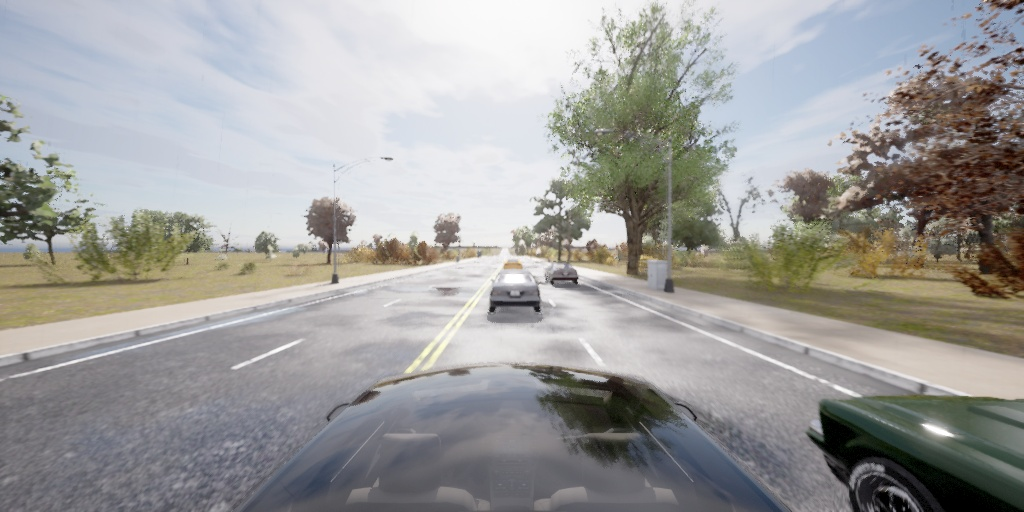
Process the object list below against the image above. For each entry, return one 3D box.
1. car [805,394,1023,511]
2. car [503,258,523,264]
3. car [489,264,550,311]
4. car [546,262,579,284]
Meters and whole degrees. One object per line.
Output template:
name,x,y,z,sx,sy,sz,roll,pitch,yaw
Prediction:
car,3.351,1.357,0.782,1.895,1.301,4.718,0,0,0
car,0.090,0.970,36.435,1.882,1.535,5.008,0,0,0
car,0.102,1.210,13.898,2.033,1.411,5.357,0,0,0
car,3.353,1.128,24.880,2.033,1.411,5.357,0,0,0
